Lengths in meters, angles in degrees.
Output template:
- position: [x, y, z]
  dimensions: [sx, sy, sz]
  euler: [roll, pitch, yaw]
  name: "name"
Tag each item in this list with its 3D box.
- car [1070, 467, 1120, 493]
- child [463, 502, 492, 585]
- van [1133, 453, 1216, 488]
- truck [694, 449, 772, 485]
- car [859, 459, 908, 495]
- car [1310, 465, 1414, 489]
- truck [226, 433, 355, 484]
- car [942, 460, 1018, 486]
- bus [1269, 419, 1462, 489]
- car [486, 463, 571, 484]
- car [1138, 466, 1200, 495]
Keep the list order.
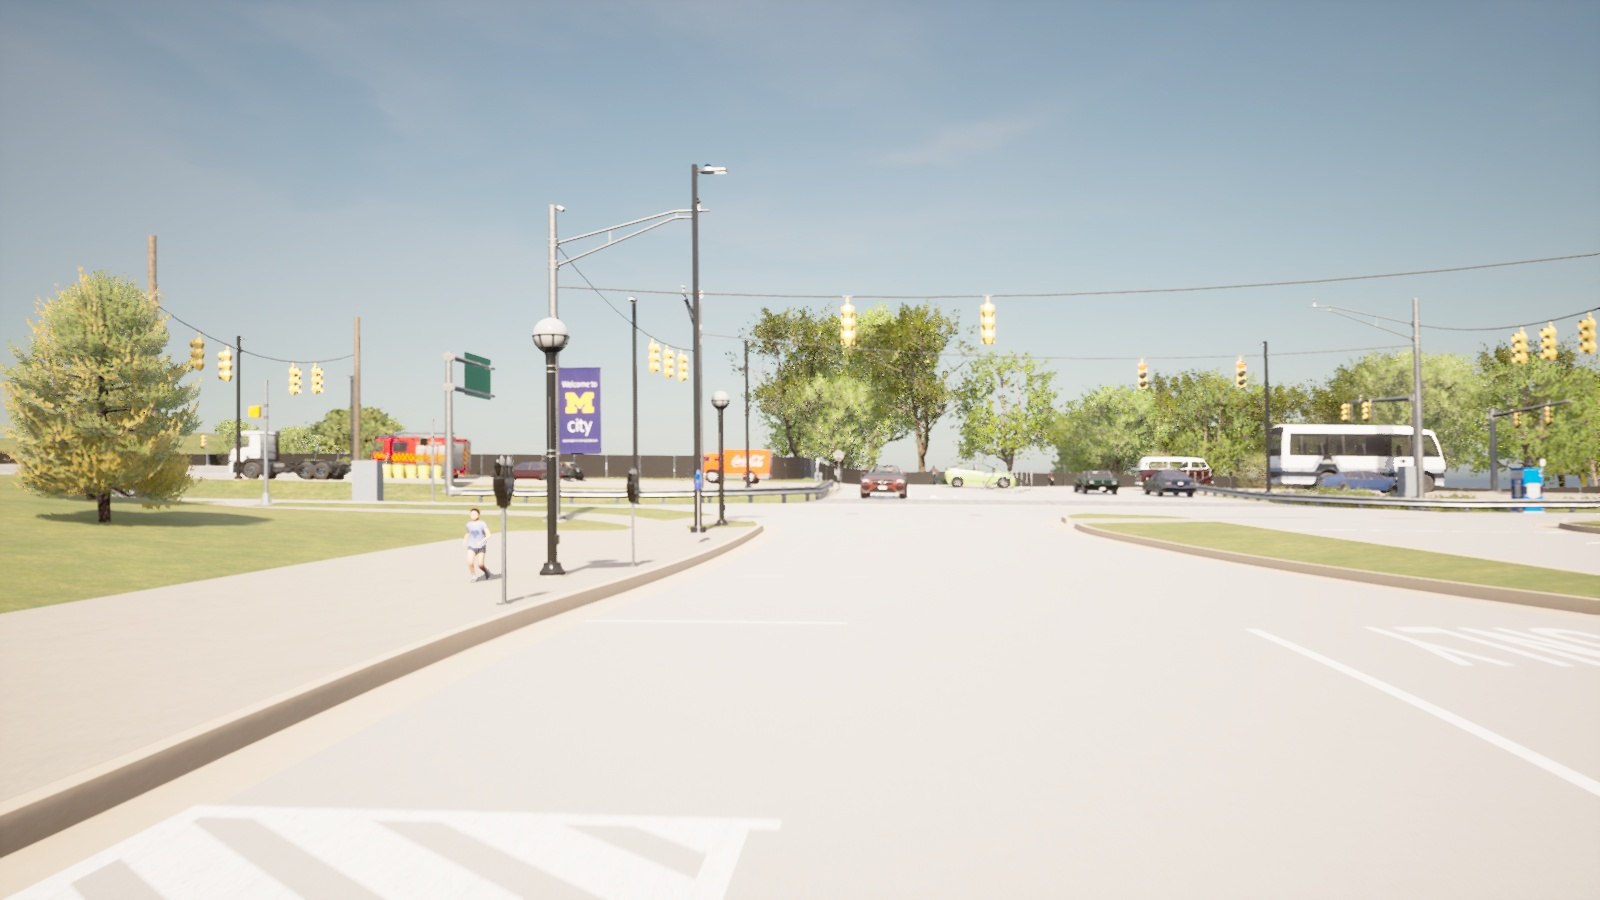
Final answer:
- position: [16.417, 1.648, 69.999]
  dimensions: [1.895, 1.301, 4.718]
  euler: [0, 0, 3]
  name: "car"
- position: [-4.393, 1.269, 17.103]
  dimensions: [0.255, 1.110, 0.394]
  euler: [-1, -2, 5]
  name: "child"
- position: [22.711, 1.258, 76.316]
  dimensions: [4.480, 2.038, 2.069]
  euler: [-1, -1, 4]
  name: "van"
- position: [-4.729, 1.206, 89.034]
  dimensions: [5.204, 2.467, 2.627]
  euler: [0, -1, 5]
  name: "truck"
- position: [4.095, 1.309, 61.013]
  dimensions: [2.152, 1.651, 5.027]
  euler: [0, -1, 6]
  name: "car"
- position: [33.731, 1.625, 75.463]
  dimensions: [5.357, 1.411, 2.033]
  euler: [0, -1, 4]
  name: "car"
- position: [-35.628, 0.617, 87.967]
  dimensions: [7.936, 3.462, 2.891]
  euler: [0, -2, 4]
  name: "truck"
- position: [11.027, 1.423, 77.228]
  dimensions: [4.514, 1.525, 2.007]
  euler: [0, 1, 4]
  name: "car"
- position: [35.337, 0.297, 78.883]
  dimensions: [10.273, 4.253, 3.944]
  euler: [0, -1, 5]
  name: "bus"
- position: [-18.668, 1.643, 86.607]
  dimensions: [5.357, 1.411, 2.033]
  euler: [0, -2, 4]
  name: "car"
- position: [19.768, 1.609, 67.462]
  dimensions: [2.033, 1.411, 5.357]
  euler: [0, 0, 3]
  name: "car"
